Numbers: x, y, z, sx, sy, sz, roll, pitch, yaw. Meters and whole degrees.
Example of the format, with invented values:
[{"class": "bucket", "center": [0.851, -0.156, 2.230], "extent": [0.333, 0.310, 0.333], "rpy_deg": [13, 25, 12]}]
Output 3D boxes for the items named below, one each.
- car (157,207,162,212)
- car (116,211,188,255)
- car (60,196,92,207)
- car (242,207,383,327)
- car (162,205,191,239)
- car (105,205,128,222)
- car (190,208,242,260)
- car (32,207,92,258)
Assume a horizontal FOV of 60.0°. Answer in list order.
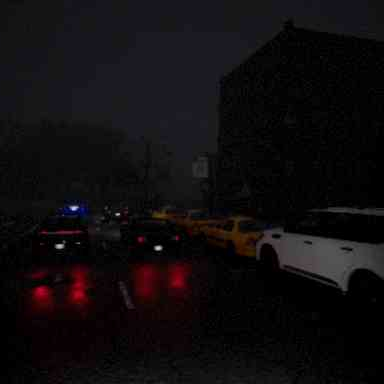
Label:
[{"class": "car", "center": [-1.647, 1.672, 23.615], "extent": [1.946, 1.575, 5.366], "rpy_deg": [1, -1, -18]}, {"class": "car", "center": [-1.875, 1.704, 13.903], "extent": [1.895, 1.301, 4.718], "rpy_deg": [1, 0, -18]}, {"class": "car", "center": [-9.475, 1.351, 27.242], "extent": [2.150, 2.045, 5.566], "rpy_deg": [1, 0, -15]}, {"class": "car", "center": [3.582, 1.336, 7.591], "extent": [2.435, 2.045, 5.566], "rpy_deg": [1, -1, -18]}, {"class": "car", "center": [0.060, 1.641, 18.362], "extent": [1.946, 1.575, 5.366], "rpy_deg": [1, -1, -18]}, {"class": "car", "center": [-6.421, 1.751, 28.401], "extent": [1.994, 1.385, 4.181], "rpy_deg": [1, -1, -15]}, {"class": "car", "center": [1.777, 1.613, 13.111], "extent": [1.946, 1.575, 5.366], "rpy_deg": [1, -1, -18]}, {"class": "car", "center": [-5.024, 1.555, 13.092], "extent": [2.128, 1.511, 4.902], "rpy_deg": [1, 0, -18]}]
